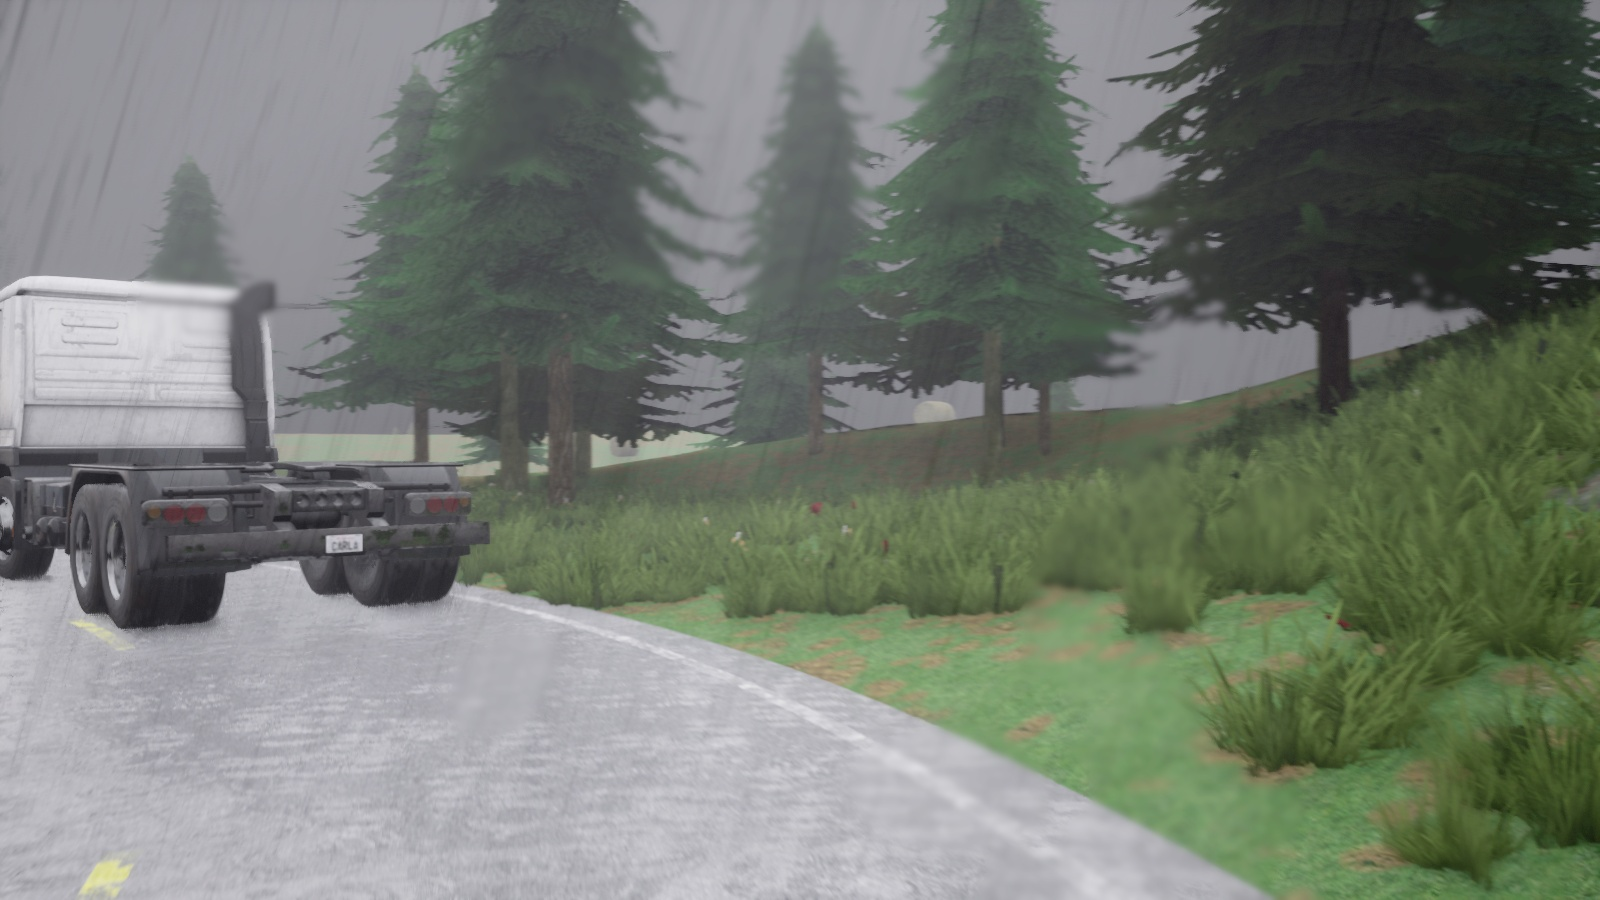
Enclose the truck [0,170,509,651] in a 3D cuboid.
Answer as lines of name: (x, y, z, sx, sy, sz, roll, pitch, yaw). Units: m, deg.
truck: (-6.238, -0.301, 12.991, 2.891, 3.462, 7.936, 0, 0, -41)
